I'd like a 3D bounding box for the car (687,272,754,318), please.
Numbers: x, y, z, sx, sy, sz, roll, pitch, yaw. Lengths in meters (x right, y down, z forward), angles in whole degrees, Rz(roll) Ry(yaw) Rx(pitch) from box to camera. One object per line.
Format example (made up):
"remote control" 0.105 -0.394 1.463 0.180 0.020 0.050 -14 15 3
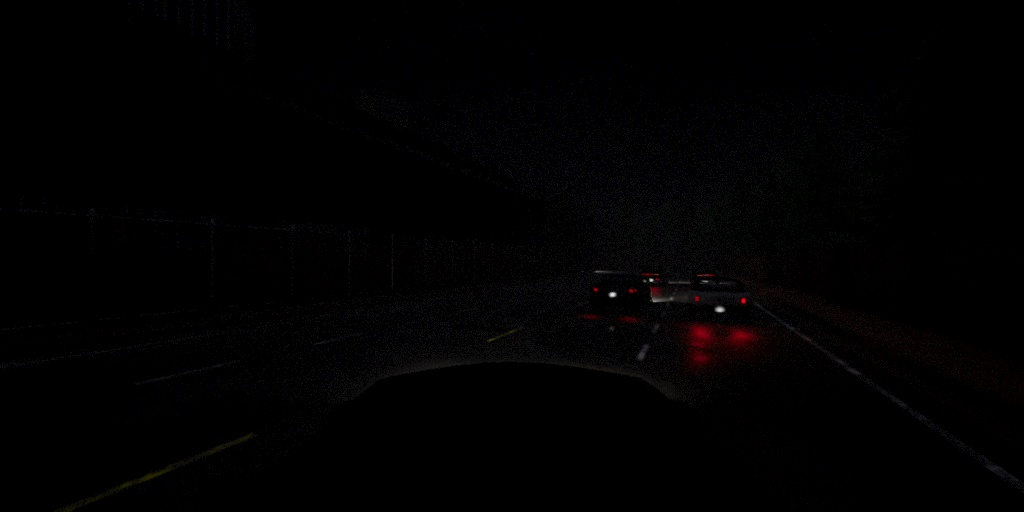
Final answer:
"car" 7.754 1.474 13.628 1.895 1.301 4.718 0 -1 27

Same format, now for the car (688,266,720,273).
"car" 14.586 1.522 27.265 1.837 1.490 4.892 0 0 27

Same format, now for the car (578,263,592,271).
"car" 11.096 1.957 61.632 1.994 1.385 4.181 0 -1 -38

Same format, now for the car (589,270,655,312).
"car" 4.742 1.460 15.429 1.994 1.385 4.181 0 -1 27

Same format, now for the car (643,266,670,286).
"car" 11.455 1.542 28.830 1.837 1.490 4.892 0 0 27
